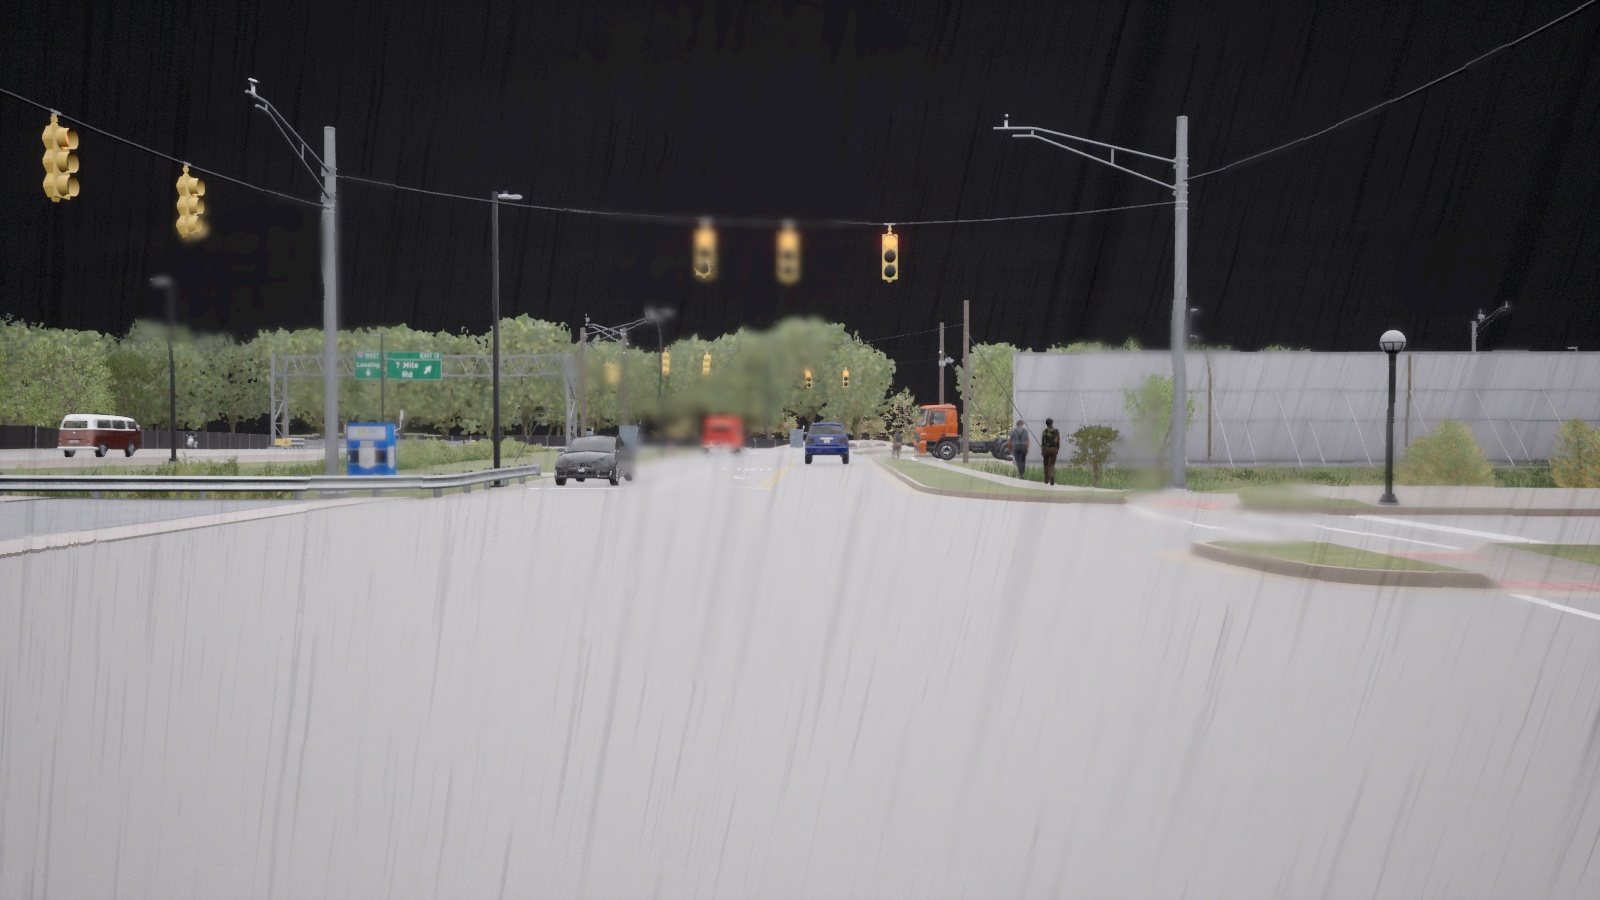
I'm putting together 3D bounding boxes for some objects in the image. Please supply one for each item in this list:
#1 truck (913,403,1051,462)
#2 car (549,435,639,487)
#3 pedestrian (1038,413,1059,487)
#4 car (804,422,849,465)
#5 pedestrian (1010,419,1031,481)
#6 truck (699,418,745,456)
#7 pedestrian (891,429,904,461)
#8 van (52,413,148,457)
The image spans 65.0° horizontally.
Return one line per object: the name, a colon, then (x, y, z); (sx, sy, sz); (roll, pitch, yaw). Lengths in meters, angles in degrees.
truck: (11.121, -1.089, 77.374); (7.936, 3.462, 2.891); (1, 2, -4)
car: (-6.251, 0.292, 38.694); (1.837, 1.490, 4.892); (0, 1, 2)
pedestrian: (6.541, -0.002, 33.067); (0.395, 1.930, 0.692); (0, 2, 1)
car: (1.360, -0.350, 62.966); (2.150, 2.045, 5.566); (0, 1, 2)
pedestrian: (6.685, -0.011, 38.070); (0.540, 1.848, 0.694); (0, 2, 3)
truck: (-5.126, -0.890, 83.440); (2.627, 2.467, 5.204); (0, 1, 1)
pedestrian: (5.730, -0.300, 73.993); (0.540, 1.848, 0.694); (0, 2, -14)
van: (-33.414, -0.714, 60.095); (2.069, 2.038, 4.480); (0, 0, 1)
